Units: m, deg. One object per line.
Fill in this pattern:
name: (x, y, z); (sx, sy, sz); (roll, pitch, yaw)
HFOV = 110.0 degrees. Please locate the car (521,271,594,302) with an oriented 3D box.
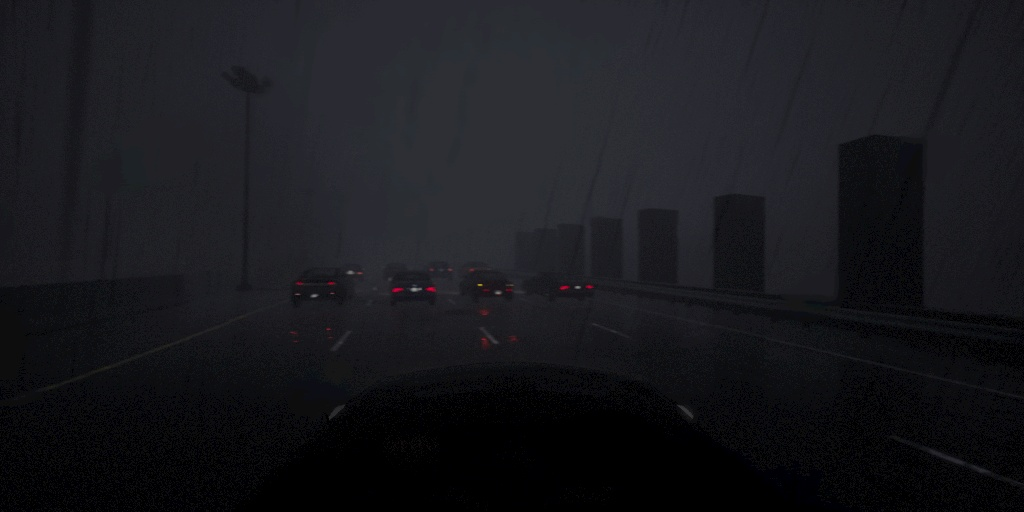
car: (2.141, 1.451, 18.309); (2.033, 1.411, 5.357); (1, 0, -18)

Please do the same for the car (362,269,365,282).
car: (-13.235, 1.339, 29.523); (2.033, 1.411, 5.357); (1, 0, -23)

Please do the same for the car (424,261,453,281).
car: (-6.817, 1.246, 32.320); (2.097, 1.767, 4.553); (1, -1, -23)

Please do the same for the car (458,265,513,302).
car: (-1.314, 1.380, 17.599); (1.812, 1.442, 4.674); (1, 0, -18)

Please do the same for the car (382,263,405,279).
car: (-10.203, 1.322, 31.326); (1.882, 1.535, 5.008); (1, 0, -23)

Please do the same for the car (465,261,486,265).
car: (-3.591, 1.297, 33.675); (2.097, 1.767, 4.553); (1, -1, -23)

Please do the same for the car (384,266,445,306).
car: (-4.516, 1.349, 16.145); (2.033, 1.411, 5.357); (1, 0, -18)

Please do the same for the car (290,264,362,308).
car: (-7.943, 1.244, 15.356); (2.128, 1.511, 4.902); (1, 0, -18)
